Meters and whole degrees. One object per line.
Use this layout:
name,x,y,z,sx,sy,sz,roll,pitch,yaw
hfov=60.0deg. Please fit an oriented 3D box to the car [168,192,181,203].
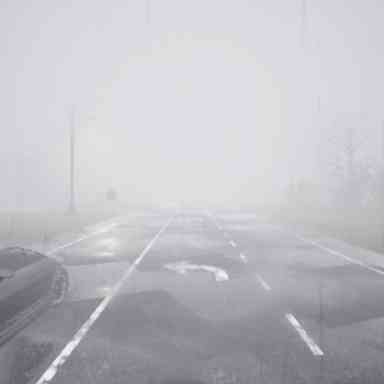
car,-3.405,1.117,64.461,2.150,2.045,5.566,0,0,0

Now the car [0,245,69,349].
car,-3.506,1.559,5.114,1.994,1.385,4.181,0,0,0
